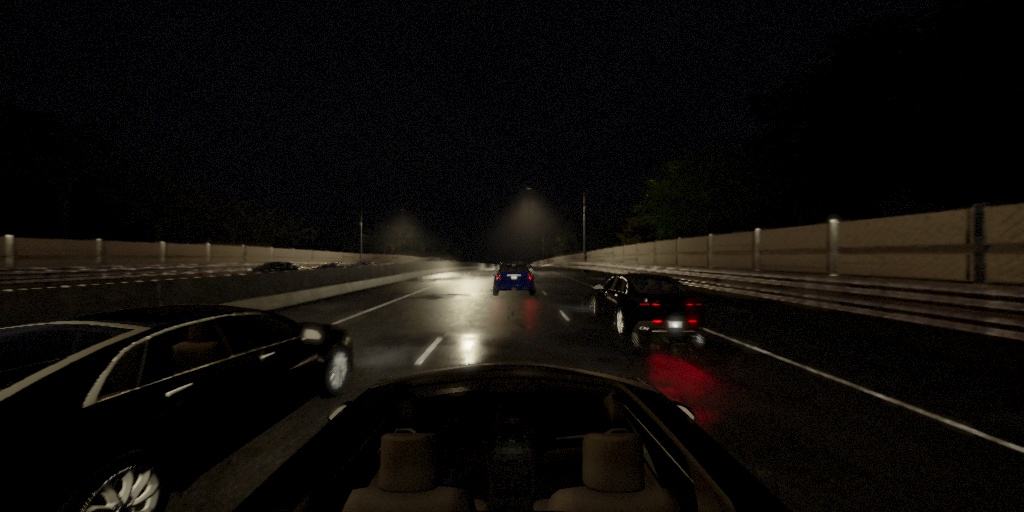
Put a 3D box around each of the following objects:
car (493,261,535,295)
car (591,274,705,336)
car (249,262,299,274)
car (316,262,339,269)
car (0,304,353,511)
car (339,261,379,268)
[{"bbox_3d":[0.103,1.100,19.934,2.097,1.767,4.553,0,0,0],"label":"car"},{"bbox_3d":[3.602,1.254,10.316,1.837,1.490,4.892,0,0,0],"label":"car"},{"bbox_3d":[-21.064,1.256,31.978,1.837,1.490,4.892,0,-1,0],"label":"car"},{"bbox_3d":[-17.571,1.322,35.344,1.994,1.385,4.181,0,0,0],"label":"car"},{"bbox_3d":[-3.398,1.255,3.678,1.837,1.490,4.892,0,0,0],"label":"car"},{"bbox_3d":[-14.076,1.246,34.235,2.128,1.511,4.902,0,0,0],"label":"car"}]
